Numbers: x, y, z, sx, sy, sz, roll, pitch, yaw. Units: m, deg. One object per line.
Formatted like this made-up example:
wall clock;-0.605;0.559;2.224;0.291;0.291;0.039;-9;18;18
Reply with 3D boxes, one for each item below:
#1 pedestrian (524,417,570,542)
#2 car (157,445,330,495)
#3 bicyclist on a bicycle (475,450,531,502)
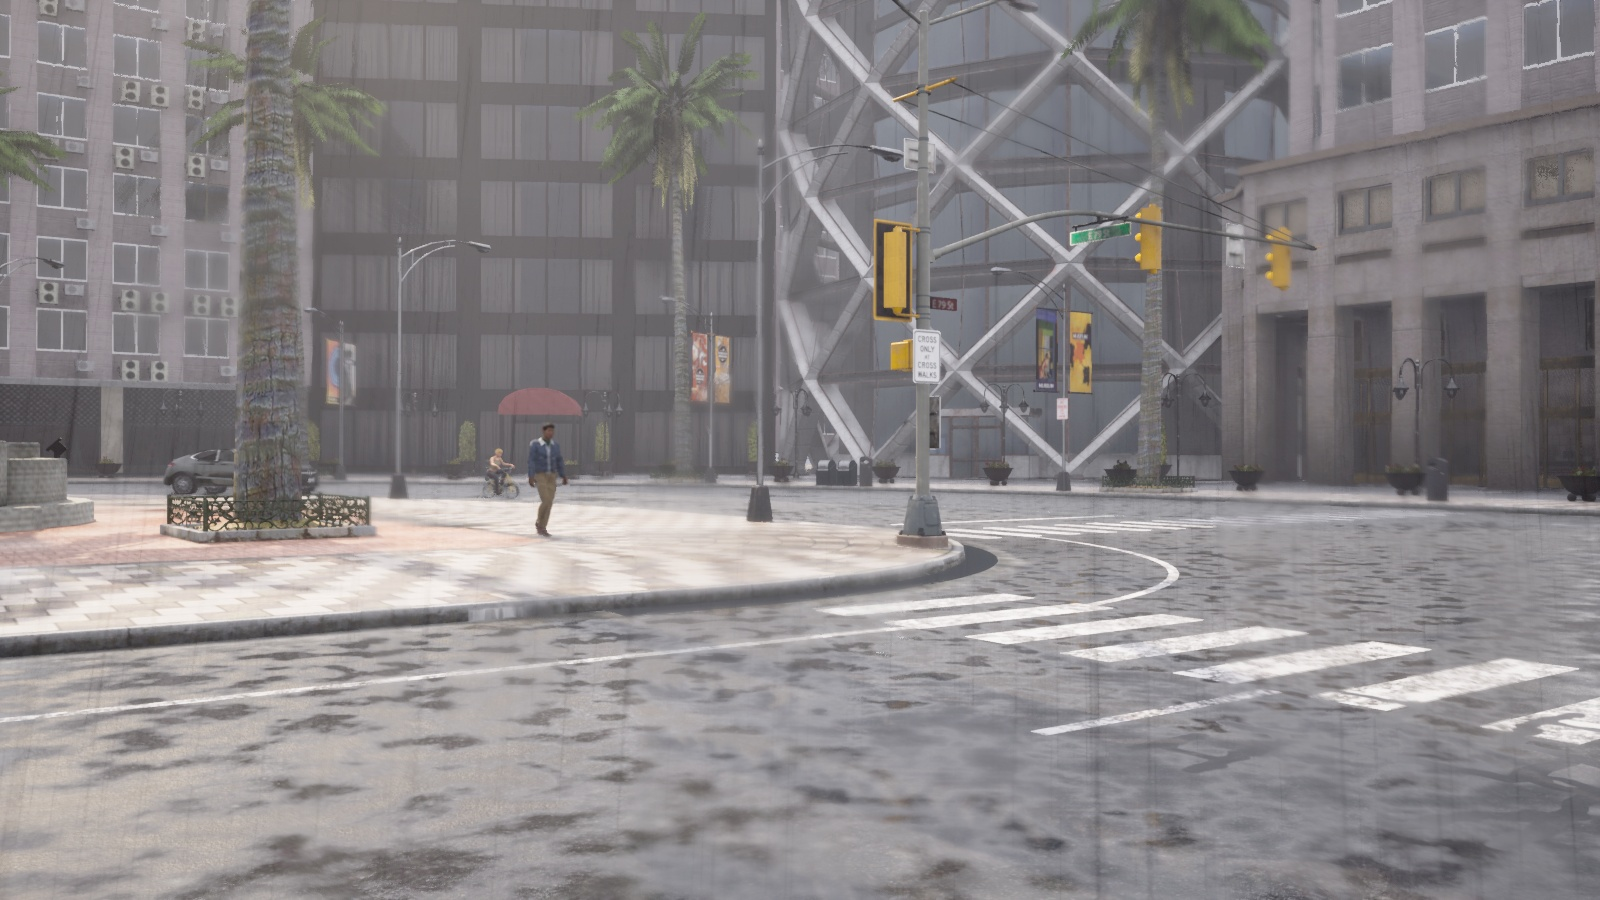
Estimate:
pedestrian;-4.013;0.459;19.888;0.423;1.949;0.788;0;0;-36
car;-19.103;0.670;43.222;5.027;1.651;2.152;0;0;6
bicyclist on a bicycle;-9.442;0.799;39.918;1.509;1.612;0.866;0;1;29
